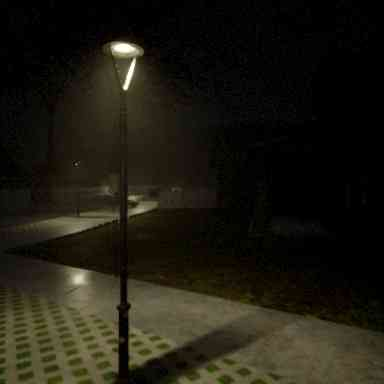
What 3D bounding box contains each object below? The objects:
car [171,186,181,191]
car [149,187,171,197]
[{"bbox_3d":[-2.961,-0.387,62.560,1.812,1.442,4.674,1,2,10],"label":"car"},{"bbox_3d":[-5.118,-0.057,50.612,1.882,1.535,5.008,1,2,10],"label":"car"}]
